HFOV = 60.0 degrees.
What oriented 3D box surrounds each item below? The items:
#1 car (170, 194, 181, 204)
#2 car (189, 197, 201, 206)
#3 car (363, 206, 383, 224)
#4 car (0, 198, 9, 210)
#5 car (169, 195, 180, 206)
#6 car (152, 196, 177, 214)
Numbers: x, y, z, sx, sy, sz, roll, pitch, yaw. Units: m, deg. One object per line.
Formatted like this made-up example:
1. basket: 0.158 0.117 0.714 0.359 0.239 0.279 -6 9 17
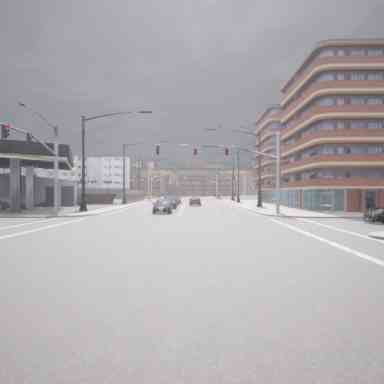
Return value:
1. car: -3.198 1.352 65.091 2.097 1.767 4.553 0 0 0
2. car: 0.497 1.526 56.232 1.812 1.442 4.674 0 0 0
3. car: 14.727 1.352 23.648 4.553 1.767 2.097 0 0 1
4. car: -23.937 1.456 39.397 3.806 1.475 1.970 0 0 1
5. car: -3.126 1.352 44.919 2.097 1.767 4.553 0 0 0
6. car: -3.070 1.492 35.201 2.128 1.511 4.902 0 0 0
